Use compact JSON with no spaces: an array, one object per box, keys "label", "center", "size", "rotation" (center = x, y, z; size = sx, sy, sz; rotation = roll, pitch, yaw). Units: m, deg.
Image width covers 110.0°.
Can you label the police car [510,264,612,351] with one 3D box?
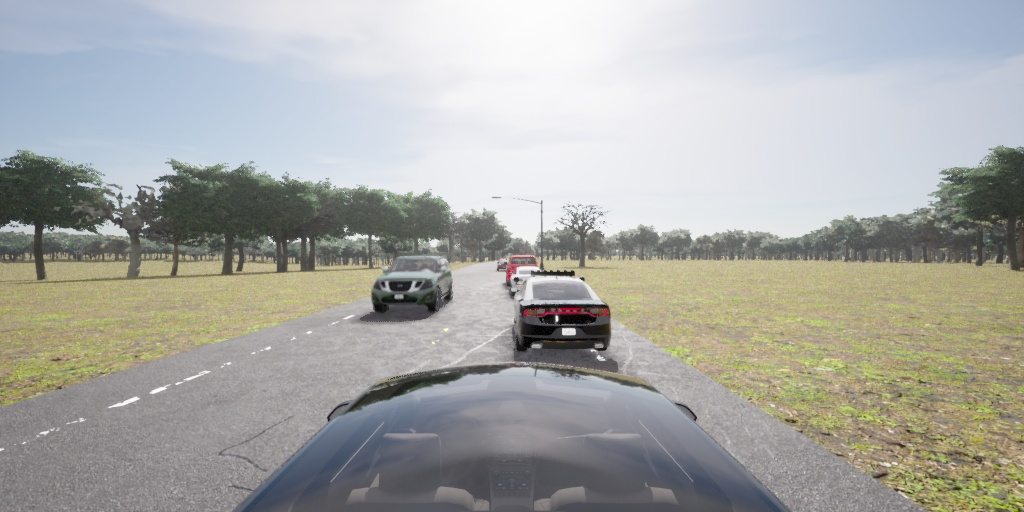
[{"label":"police car","center":[1.009,1.174,9.115],"size":[1.930,1.638,5.238],"rotation":[0,0,-1]}]

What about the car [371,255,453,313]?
[{"label":"car","center":[-3.734,0.971,14.459],"size":[2.150,2.045,5.566],"rotation":[0,0,-1]}]

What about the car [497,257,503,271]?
[{"label":"car","center":[-1.074,1.290,49.196],"size":[1.812,1.442,4.674],"rotation":[0,0,-1]}]

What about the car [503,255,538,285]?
[{"label":"car","center":[0.666,0.974,25.087],"size":[2.150,2.045,5.566],"rotation":[0,0,-2]}]

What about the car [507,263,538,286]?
[{"label":"car","center":[0.836,1.275,19.041],"size":[1.812,1.442,4.674],"rotation":[0,0,-1]}]
